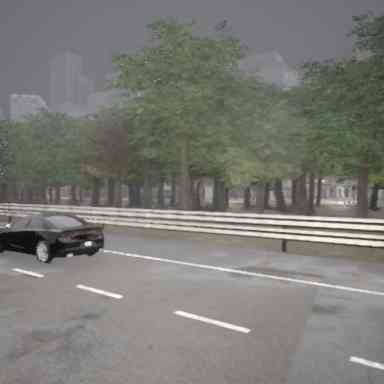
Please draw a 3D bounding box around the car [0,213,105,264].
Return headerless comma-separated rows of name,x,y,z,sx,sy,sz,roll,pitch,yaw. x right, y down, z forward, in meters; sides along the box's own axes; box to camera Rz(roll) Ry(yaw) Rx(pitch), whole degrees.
car,-5.287,1.496,11.943,5.008,1.535,1.882,0,0,36
